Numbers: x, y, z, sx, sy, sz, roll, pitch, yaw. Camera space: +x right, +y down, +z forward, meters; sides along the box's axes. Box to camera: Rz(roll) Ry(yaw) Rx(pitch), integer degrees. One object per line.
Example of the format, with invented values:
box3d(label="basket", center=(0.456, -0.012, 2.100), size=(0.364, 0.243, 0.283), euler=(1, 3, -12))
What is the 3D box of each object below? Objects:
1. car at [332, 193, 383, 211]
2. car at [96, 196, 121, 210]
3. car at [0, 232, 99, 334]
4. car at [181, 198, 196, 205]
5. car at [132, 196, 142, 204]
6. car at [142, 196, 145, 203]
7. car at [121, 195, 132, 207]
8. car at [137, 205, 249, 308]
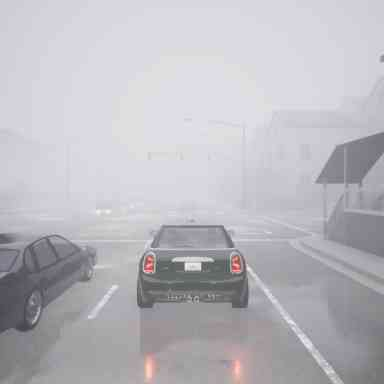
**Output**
box3d(label="car", center=(14.110, 0.956, 27.907), size=(4.674, 1.442, 1.812), euler=(-15, 0, -2))
box3d(label="car", center=(-11.042, 1.564, 43.173), size=(1.994, 1.385, 4.181), euler=(0, 0, -1))
box3d(label="car", center=(-3.488, 1.547, 6.798), size=(2.033, 1.411, 5.357), euler=(0, 0, 0))
box3d(label="car", center=(-0.400, 1.525, 43.204), size=(1.812, 1.442, 4.674), euler=(0, 0, 0))
box3d(label="car", center=(-11.198, 1.491, 61.897), size=(2.128, 1.511, 4.902), euler=(0, 0, 0))
box3d(label="car", center=(-11.244, 1.521, 72.170), size=(2.128, 1.511, 4.902), euler=(0, 0, -1))
box3d(label="car", center=(-11.125, 1.352, 51.828), size=(2.097, 1.767, 4.553), euler=(0, 0, -1))
box3d(label="car", center=(0.003, 1.352, 8.080), size=(2.097, 1.767, 4.553), euler=(0, 0, 0))
